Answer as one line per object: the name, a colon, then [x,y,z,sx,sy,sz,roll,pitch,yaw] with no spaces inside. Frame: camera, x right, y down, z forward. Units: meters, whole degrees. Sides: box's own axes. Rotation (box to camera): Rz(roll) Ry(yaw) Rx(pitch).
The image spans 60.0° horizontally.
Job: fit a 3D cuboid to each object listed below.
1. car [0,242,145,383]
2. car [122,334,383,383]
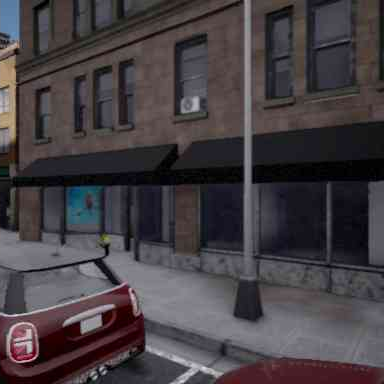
car: [-2.662,1.448,4.709,4.097,1.590,1.967,0,0,35]
car: [1.831,1.581,1.504,4.206,1.307,1.802,0,0,35]
